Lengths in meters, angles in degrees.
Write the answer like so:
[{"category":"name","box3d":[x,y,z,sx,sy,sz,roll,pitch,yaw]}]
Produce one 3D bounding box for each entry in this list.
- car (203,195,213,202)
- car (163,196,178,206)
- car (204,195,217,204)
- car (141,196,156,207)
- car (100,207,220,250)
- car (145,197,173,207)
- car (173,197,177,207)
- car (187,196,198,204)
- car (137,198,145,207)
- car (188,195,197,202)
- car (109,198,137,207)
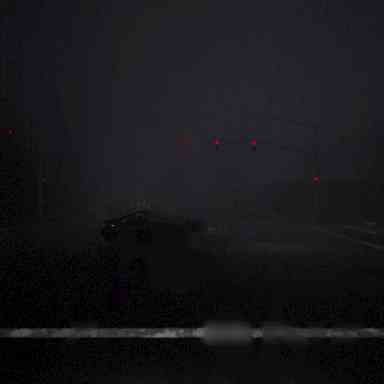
[{"category":"car","box3d":[3.559,1.434,73.954,2.128,1.511,4.902,0,0,0]},{"category":"car","box3d":[-3.535,1.528,55.696,2.128,1.511,4.902,0,0,0]},{"category":"car","box3d":[3.551,1.394,63.814,2.097,1.767,4.553,0,0,0]},{"category":"car","box3d":[-7.040,1.536,54.332,1.837,1.490,4.892,0,1,0]},{"category":"car","box3d":[-1.294,1.527,13.829,4.902,1.511,2.128,0,0,0]},{"category":"car","box3d":[-3.559,1.376,37.068,2.097,1.767,4.553,0,0,0]},{"category":"car","box3d":[-3.557,1.594,45.638,1.994,1.385,4.181,0,0,0]},{"category":"car","box3d":[0.051,1.546,63.847,1.837,1.490,4.892,0,0,0]},{"category":"car","box3d":[-7.060,1.505,42.269,1.882,1.535,5.008,0,0,0]},{"category":"car","box3d":[0.059,1.461,73.956,1.994,1.385,4.181,0,0,0]},{"category":"car","box3d":[-7.068,1.547,32.975,1.812,1.442,4.674,0,0,0]}]
